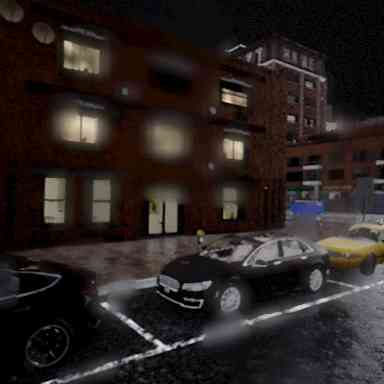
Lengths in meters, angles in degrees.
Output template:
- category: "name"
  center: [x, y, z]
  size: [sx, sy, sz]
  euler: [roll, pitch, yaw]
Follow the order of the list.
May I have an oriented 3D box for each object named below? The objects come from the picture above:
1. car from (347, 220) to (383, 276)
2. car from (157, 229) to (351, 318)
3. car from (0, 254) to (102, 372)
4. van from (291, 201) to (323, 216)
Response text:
- category: "car"
  center: [5.717, 1.634, 10.780]
  size: [4.829, 1.417, 1.752]
  euler: [1, 1, -35]
- category: "car"
  center: [1.322, 1.604, 7.441]
  size: [4.403, 1.369, 2.008]
  euler: [1, 1, -35]
- category: "car"
  center: [-3.311, 1.562, 4.142]
  size: [4.313, 1.339, 1.947]
  euler: [1, 1, -35]
- category: "van"
  center: [14.429, 2.009, 41.855]
  size: [1.690, 1.788, 3.998]
  euler: [1, -1, -35]
